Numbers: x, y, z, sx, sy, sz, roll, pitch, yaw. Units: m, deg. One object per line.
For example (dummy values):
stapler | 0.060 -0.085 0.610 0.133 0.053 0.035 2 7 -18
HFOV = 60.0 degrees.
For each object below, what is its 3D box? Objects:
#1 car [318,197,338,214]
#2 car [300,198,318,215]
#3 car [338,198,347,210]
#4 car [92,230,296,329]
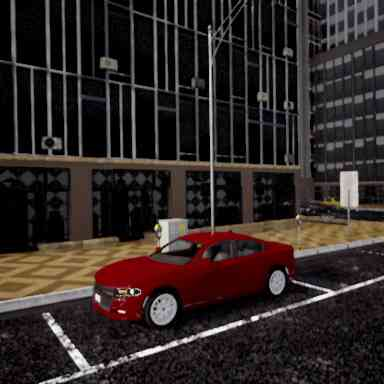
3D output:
car | 10.930 1.331 32.331 2.033 1.411 5.357 -1 1 -35
car | 8.903 1.385 30.774 2.008 1.369 4.403 -1 1 -35
car | 14.896 1.186 36.725 1.752 1.417 4.829 -1 1 -35
car | 0.246 1.533 6.900 4.507 1.381 1.887 0 -1 -35
